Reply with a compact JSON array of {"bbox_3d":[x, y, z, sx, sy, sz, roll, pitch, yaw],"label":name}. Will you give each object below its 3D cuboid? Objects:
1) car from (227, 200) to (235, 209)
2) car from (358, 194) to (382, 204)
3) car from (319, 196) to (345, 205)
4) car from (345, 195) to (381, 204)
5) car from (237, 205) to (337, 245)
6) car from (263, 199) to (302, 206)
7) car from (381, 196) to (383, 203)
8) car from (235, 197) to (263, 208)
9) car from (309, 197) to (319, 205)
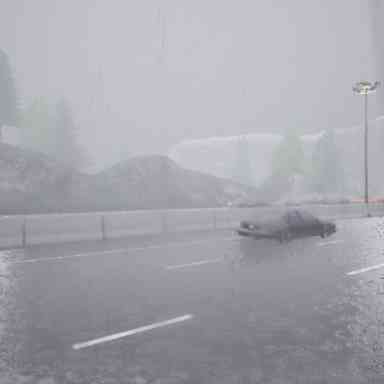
[{"bbox_3d":[6.646,1.459,43.124,4.902,1.511,2.128,0,0,-35],"label":"car"},{"bbox_3d":[33.215,1.281,61.966,4.553,1.767,2.097,0,0,-36],"label":"car"},{"bbox_3d":[21.893,1.499,49.680,5.357,1.411,2.033,0,0,-35],"label":"car"},{"bbox_3d":[24.220,1.304,47.041,4.553,1.767,2.097,0,0,-35],"label":"car"},{"bbox_3d":[4.578,1.534,15.616,5.357,1.411,2.033,0,0,-35],"label":"car"},{"bbox_3d":[10.492,1.494,37.272,4.674,1.442,1.812,0,0,-35],"label":"car"},{"bbox_3d":[34.562,1.408,58.631,5.008,1.535,1.882,0,0,-35],"label":"car"},{"bbox_3d":[7.837,1.570,39.679,4.718,1.301,1.895,0,0,-35],"label":"car"},{"bbox_3d":[20.821,1.428,53.192,5.008,1.535,1.882,0,0,-35],"label":"car"}]
